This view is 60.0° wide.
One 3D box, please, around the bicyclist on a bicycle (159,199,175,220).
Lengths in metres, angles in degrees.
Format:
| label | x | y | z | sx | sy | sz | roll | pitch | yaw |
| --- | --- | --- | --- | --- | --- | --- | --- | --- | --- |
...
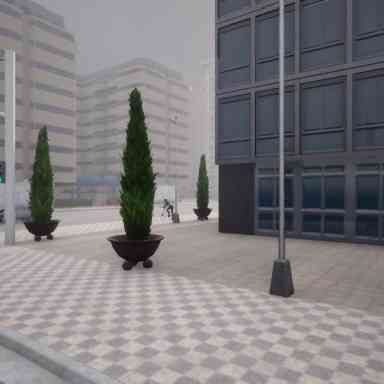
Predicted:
| label | x | y | z | sx | sy | sz | roll | pitch | yaw |
| --- | --- | --- | --- | --- | --- | --- | --- | --- | --- |
| bicyclist on a bicycle | -1.908 | 1.356 | 25.824 | 1.656 | 1.620 | 0.582 | 0 | 0 | 35 |

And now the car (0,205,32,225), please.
| label | x | y | z | sx | sy | sz | roll | pitch | yaw |
| --- | --- | --- | --- | --- | --- | --- | --- | --- | --- |
| car | -12.815 | 1.619 | 24.744 | 1.994 | 1.385 | 4.181 | 0 | 0 | 35 |
